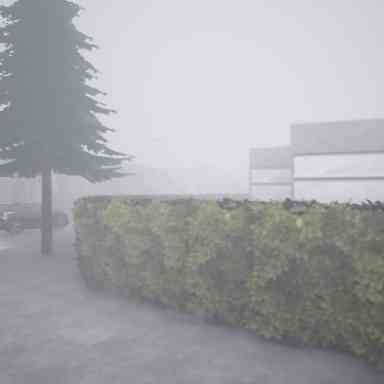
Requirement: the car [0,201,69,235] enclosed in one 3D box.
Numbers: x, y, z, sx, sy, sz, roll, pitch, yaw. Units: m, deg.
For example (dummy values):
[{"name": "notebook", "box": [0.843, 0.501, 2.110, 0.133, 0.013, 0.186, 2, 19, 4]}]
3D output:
[{"name": "car", "box": [-9.436, 1.372, 19.328, 2.097, 1.767, 4.553, 0, 0, 26]}]
